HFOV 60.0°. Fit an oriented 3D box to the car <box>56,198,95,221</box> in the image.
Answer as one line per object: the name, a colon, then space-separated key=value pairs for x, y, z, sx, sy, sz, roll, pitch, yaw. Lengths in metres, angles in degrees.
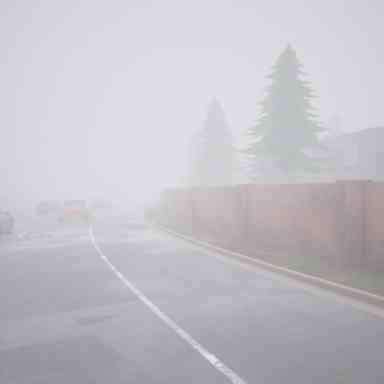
car: x=-9.472 y=1.371 z=27.382 sx=2.097 sy=1.767 sz=4.553 roll=0 pitch=0 yaw=-12

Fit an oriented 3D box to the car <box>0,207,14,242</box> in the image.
car: x=-10.129 y=1.372 z=16.170 sx=2.097 sy=1.767 sz=4.553 roll=0 pitch=0 yaw=-19

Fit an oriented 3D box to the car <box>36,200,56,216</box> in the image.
car: x=-14.039 y=1.520 z=33.268 sx=2.128 sy=1.511 sz=4.902 roll=0 pitch=0 yaw=-8

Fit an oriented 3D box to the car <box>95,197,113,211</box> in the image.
car: x=-11.176 y=1.377 z=41.205 sx=2.097 sy=1.767 sz=4.553 roll=0 pitch=0 yaw=-3
